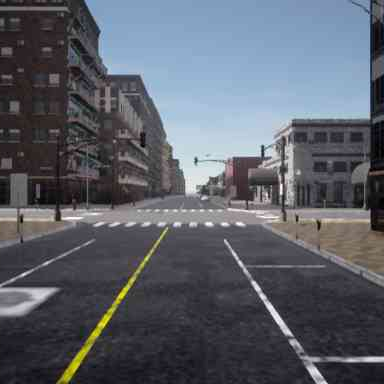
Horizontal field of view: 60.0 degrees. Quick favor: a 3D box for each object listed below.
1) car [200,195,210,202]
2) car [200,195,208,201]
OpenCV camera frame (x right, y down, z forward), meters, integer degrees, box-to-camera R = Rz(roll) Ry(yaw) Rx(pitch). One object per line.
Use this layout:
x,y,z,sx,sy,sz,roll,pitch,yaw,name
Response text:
3.148,1.586,79.784,1.812,1.442,4.674,0,0,0,car
3.146,1.580,86.784,1.837,1.490,4.892,0,0,0,car
